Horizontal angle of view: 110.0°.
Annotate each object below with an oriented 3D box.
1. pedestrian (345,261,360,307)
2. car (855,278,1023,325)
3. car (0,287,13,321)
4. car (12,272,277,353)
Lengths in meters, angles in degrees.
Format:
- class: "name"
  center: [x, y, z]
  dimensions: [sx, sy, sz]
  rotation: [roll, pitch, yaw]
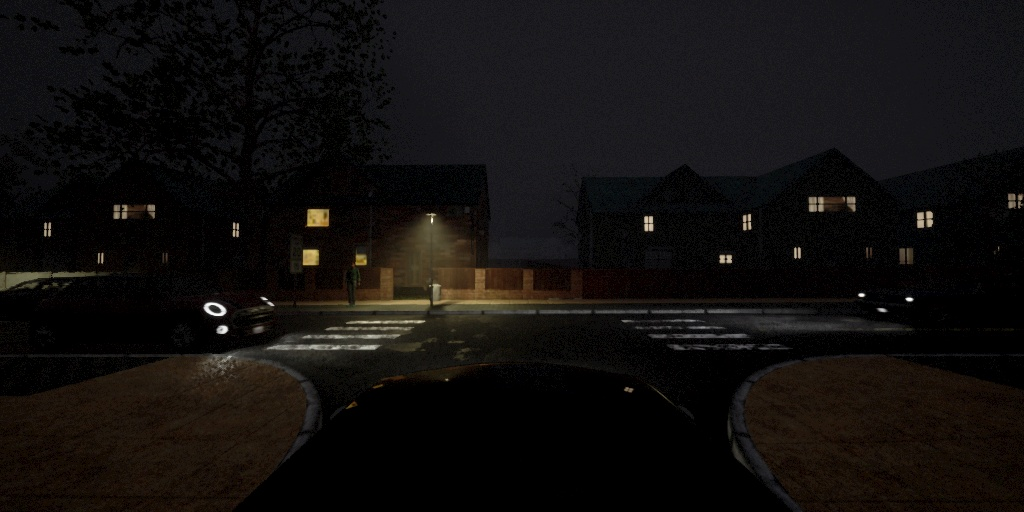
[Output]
- class: "pedestrian"
  center: [-6.452, 1.113, 14.431]
  dimensions: [0.375, 1.860, 0.375]
  rotation: [0, -1, 2]
- class: "car"
  center: [13.518, 1.318, 10.891]
  dimensions: [4.718, 1.301, 1.895]
  rotation: [0, -1, 2]
- class: "car"
  center: [-14.846, 1.475, 11.772]
  dimensions: [4.902, 1.511, 2.128]
  rotation: [-1, -1, 2]
- class: "car"
  center: [-8.286, 1.191, 8.621]
  dimensions: [4.553, 1.767, 2.097]
  rotation: [-1, -1, 2]
